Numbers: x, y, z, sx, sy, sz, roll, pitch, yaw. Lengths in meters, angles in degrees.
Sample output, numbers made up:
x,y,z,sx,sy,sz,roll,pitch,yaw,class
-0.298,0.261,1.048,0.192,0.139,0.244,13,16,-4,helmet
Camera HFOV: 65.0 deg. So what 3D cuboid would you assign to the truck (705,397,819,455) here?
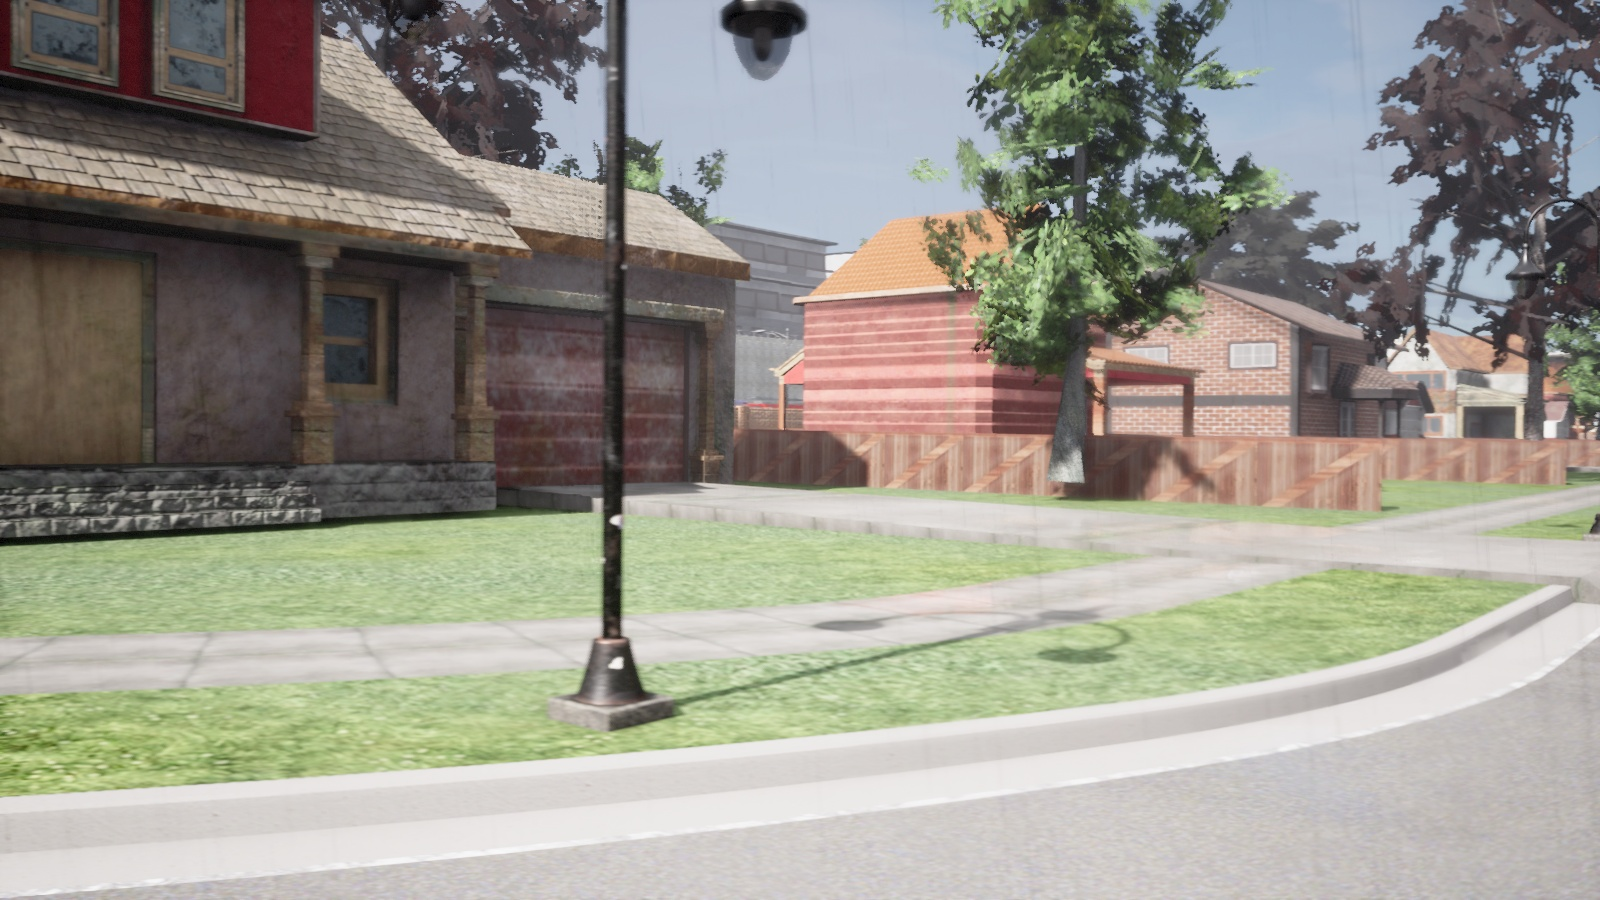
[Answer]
x,y,z,sx,sy,sz,roll,pitch,yaw,class
-2.534,-1.653,86.894,2.891,3.827,8.468,0,1,41,truck
